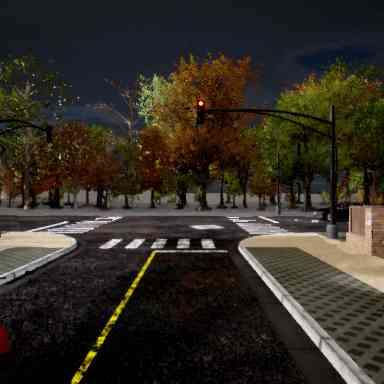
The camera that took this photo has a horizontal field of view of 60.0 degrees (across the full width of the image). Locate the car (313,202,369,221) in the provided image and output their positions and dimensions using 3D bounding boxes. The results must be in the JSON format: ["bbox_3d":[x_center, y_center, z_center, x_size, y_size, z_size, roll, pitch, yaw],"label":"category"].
[{"bbox_3d":[12.148,1.556,26.402,4.892,1.490,1.837,0,0,0],"label":"car"}]

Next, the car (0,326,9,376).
[{"bbox_3d":[-2.816,1.601,1.177,1.895,1.301,4.718,0,0,0],"label":"car"}]
